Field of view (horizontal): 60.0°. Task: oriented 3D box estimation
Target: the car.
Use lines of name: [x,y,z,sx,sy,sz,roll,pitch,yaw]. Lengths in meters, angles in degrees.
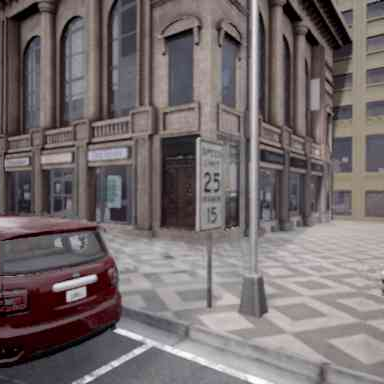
car: [-3.312,1.274,5.327,5.009,1.841,2.192,1,0,35]
